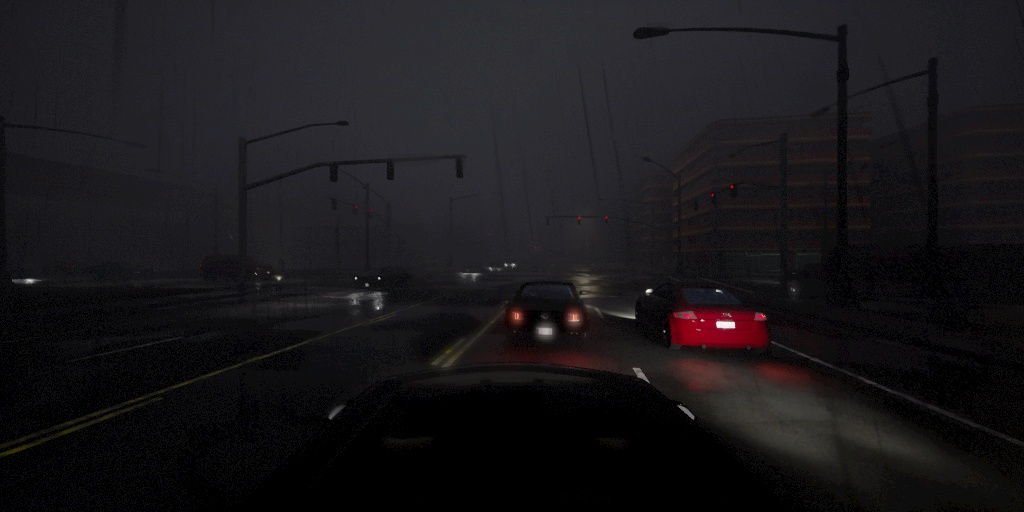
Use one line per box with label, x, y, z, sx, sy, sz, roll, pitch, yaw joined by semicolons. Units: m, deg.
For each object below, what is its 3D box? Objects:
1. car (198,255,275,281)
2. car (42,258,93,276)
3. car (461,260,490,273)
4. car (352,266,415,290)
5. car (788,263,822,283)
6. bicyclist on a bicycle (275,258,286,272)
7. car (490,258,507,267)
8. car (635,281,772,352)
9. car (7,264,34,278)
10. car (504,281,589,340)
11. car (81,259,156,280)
car;-22.403;0.971;29.250;5.566;2.045;2.150;0;0;7
car;-45.877;1.241;36.790;4.902;1.511;2.128;0;0;20
car;-4.540;1.226;42.813;2.033;1.411;5.357;0;0;8
car;-7.945;1.344;22.647;1.895;1.301;4.718;0;0;9
car;23.398;1.276;27.514;4.674;1.442;1.812;0;0;6
bicyclist on a bicycle;-26.263;1.053;40.776;0.582;1.620;1.656;0;0;7
car;-2.483;1.048;57.435;1.994;1.385;4.181;0;1;8
car;4.435;1.314;8.990;1.994;1.385;4.181;0;0;7
car;-46.220;1.351;32.964;4.718;1.301;1.895;0;0;23
car;1.035;1.351;10.003;1.895;1.301;4.718;0;0;8
car;-33.141;1.228;30.559;5.008;1.535;1.882;0;0;7
